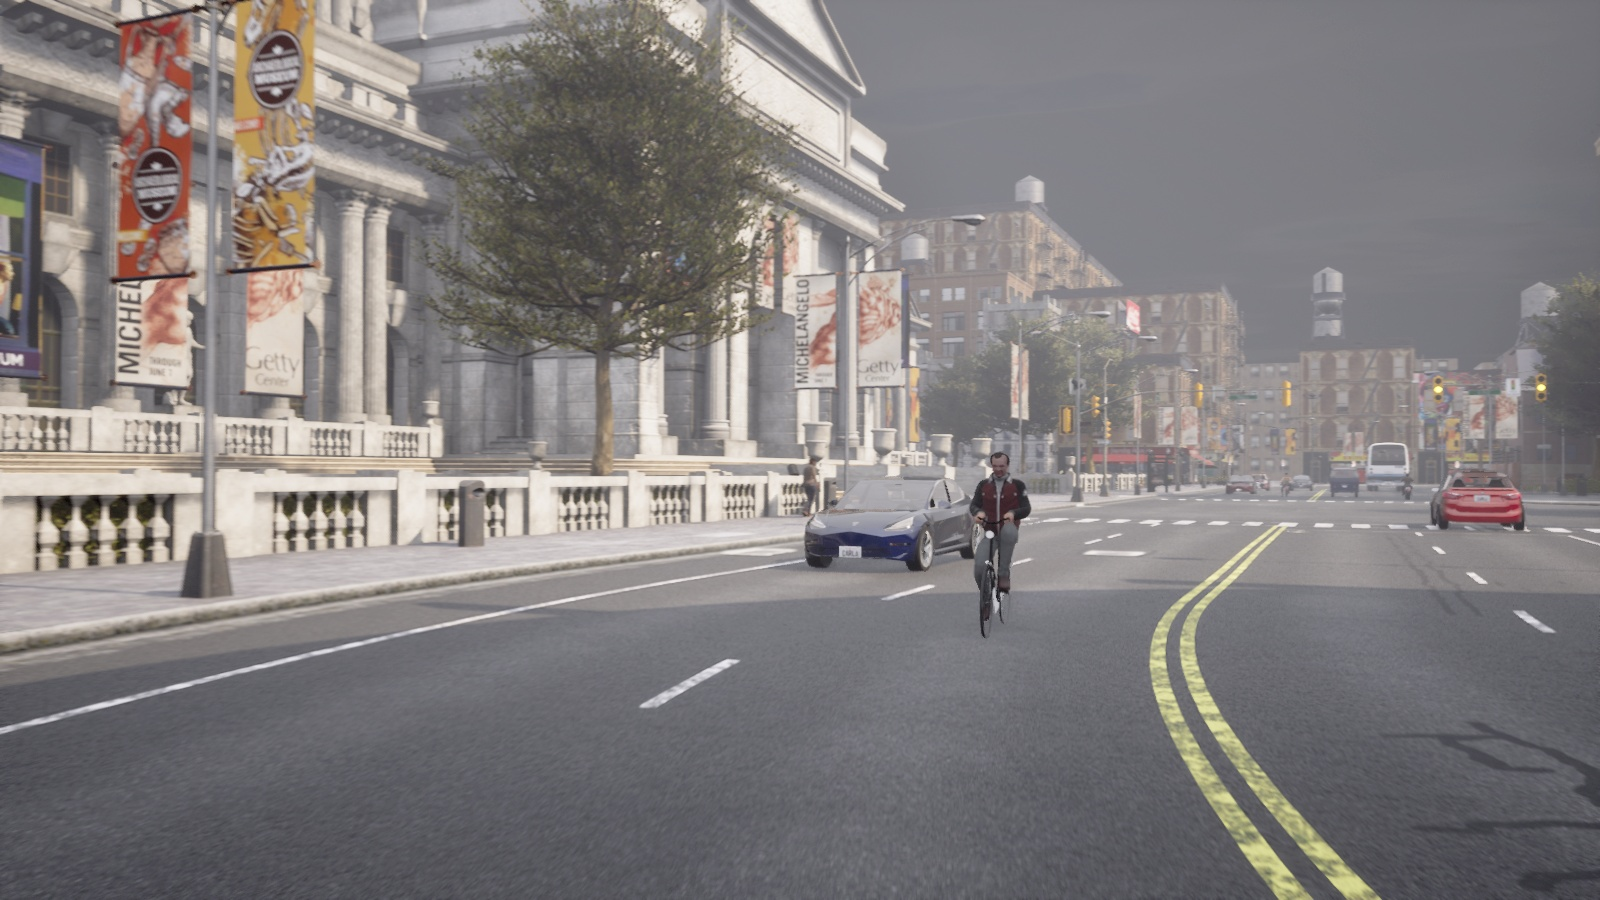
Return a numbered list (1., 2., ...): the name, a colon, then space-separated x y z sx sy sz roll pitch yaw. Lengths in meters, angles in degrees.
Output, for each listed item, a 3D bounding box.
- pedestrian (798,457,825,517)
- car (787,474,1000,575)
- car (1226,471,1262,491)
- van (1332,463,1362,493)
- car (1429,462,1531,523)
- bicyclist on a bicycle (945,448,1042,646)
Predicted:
1. pedestrian: 0.355 1.105 37.859 0.328 1.805 0.869 -1 -1 41
2. car: 1.739 1.168 21.385 2.163 1.488 4.792 -1 -1 23
3. car: 32.904 2.274 93.060 2.163 1.488 4.792 -1 -1 23
4. van: 36.725 1.868 84.307 1.775 1.987 4.442 -1 -1 24
5. car: 19.953 1.219 37.025 2.242 1.667 4.611 -1 -1 23
6. bicyclist on a bicycle: 1.919 0.885 12.276 0.659 1.776 1.843 0 -1 18
